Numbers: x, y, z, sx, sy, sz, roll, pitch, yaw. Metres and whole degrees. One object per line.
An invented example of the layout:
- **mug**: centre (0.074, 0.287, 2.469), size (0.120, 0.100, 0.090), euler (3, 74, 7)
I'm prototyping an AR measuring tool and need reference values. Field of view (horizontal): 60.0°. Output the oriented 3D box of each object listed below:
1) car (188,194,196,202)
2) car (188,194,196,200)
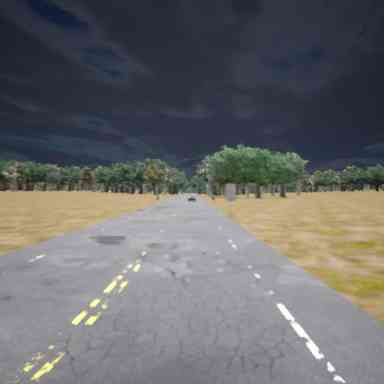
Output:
- **car**: centre (-0.028, 1.545, 75.292), size (1.895, 1.301, 4.718), euler (0, 0, 0)
- **car**: centre (-0.032, 1.336, 85.282), size (1.812, 1.442, 4.674), euler (0, 0, 0)
